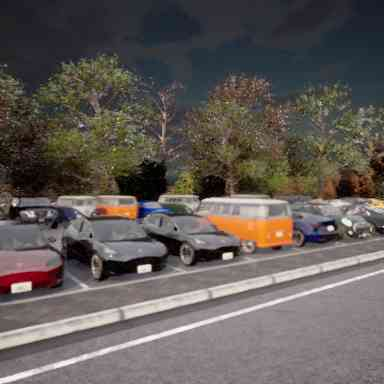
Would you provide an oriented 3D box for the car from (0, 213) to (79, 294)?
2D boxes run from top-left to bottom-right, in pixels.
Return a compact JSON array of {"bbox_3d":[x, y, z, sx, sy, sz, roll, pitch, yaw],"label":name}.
[{"bbox_3d":[-4.837,1.527,8.691,2.163,1.488,4.792,0,0,-35],"label":"car"}]

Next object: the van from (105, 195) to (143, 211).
[{"bbox_3d":[-5.644,1.251,24.339,1.878,1.987,4.442,0,0,-35],"label":"van"}]

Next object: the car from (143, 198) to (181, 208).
[{"bbox_3d":[-3.321,1.470,25.852,2.097,1.535,5.008,0,0,-35],"label":"car"}]

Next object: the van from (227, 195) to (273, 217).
[{"bbox_3d":[5.542,1.259,32.282,1.878,1.987,4.442,0,0,-35],"label":"van"}]

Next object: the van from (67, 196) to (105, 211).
[{"bbox_3d":[-7.768,1.257,22.544,1.878,1.987,4.442,0,0,-35],"label":"van"}]

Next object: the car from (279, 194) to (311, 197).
[{"bbox_3d":[10.211,1.268,35.490,2.435,2.045,5.566,0,0,-35],"label":"car"}]

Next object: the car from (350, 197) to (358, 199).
[{"bbox_3d":[17.002,1.613,40.274,2.002,1.452,4.674,0,0,-35],"label":"car"}]

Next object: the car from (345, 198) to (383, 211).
[{"bbox_3d":[23.679,1.626,45.012,2.097,1.535,5.008,0,0,-35],"label":"car"}]

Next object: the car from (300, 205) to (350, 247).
[{"bbox_3d":[4.184,1.502,15.169,2.163,1.488,4.792,0,0,-35],"label":"car"}]

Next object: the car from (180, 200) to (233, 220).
[{"bbox_3d":[1.180,1.497,29.078,2.163,1.488,4.792,0,0,-35],"label":"car"}]

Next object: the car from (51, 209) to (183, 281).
[{"bbox_3d":[-2.573,1.521,10.299,2.163,1.488,4.792,0,0,-35],"label":"car"}]

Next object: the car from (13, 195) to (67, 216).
[{"bbox_3d":[-10.077,1.238,21.013,2.435,2.045,5.566,0,0,-35],"label":"car"}]

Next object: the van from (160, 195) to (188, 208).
[{"bbox_3d":[-0.984,1.241,27.372,1.878,1.987,4.442,0,0,-36],"label":"van"}]

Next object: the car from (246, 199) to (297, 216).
[{"bbox_3d":[7.984,1.531,33.839,2.163,1.488,4.792,0,0,-35],"label":"car"}]

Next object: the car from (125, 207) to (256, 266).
[{"bbox_3d":[-0.309,1.515,11.906,2.163,1.488,4.792,0,0,-35],"label":"car"}]

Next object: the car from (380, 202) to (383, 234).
[{"bbox_3d":[8.732,1.470,18.355,2.231,1.521,4.892,0,0,-35],"label":"car"}]

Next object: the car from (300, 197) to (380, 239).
[{"bbox_3d":[6.444,1.344,16.776,2.185,1.767,4.553,0,0,-35],"label":"car"}]

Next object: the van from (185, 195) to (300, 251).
[{"bbox_3d":[1.869,1.253,13.632,1.878,1.987,4.442,0,0,-35],"label":"van"}]

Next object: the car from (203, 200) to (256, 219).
[{"bbox_3d":[3.332,1.503,30.606,2.163,1.488,4.792,0,0,-35],"label":"car"}]

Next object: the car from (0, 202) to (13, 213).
[{"bbox_3d":[-12.336,1.244,19.409,2.435,2.045,5.566,0,0,-35],"label":"car"}]
